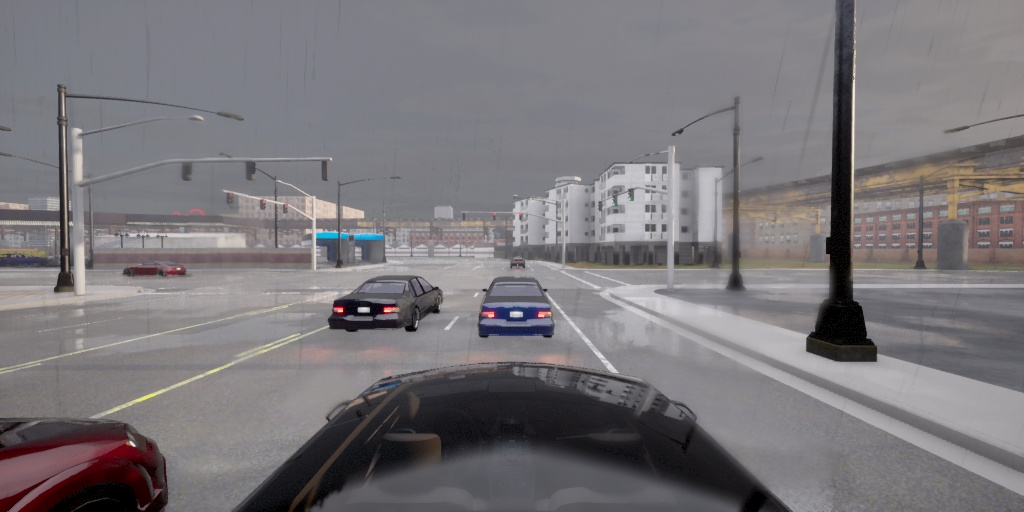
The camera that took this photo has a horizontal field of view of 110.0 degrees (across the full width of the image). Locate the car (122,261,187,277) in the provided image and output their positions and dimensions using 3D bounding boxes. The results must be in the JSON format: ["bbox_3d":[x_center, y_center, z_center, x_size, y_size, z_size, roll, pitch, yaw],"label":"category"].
[{"bbox_3d":[-30.880,1.083,31.030,4.181,1.385,1.994,0,1,0],"label":"car"}]

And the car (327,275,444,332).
[{"bbox_3d":[-3.405,1.273,10.742,2.033,1.411,5.357,0,0,0],"label":"car"}]

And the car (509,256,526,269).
[{"bbox_3d":[0.710,0.781,45.538,1.837,1.490,4.892,0,1,0],"label":"car"}]

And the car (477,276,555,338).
[{"bbox_3d":[0.091,1.279,10.140,2.033,1.411,5.357,0,0,0],"label":"car"}]

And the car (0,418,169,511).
[{"bbox_3d":[-3.395,1.314,0.746,1.994,1.385,4.181,0,0,0],"label":"car"}]
